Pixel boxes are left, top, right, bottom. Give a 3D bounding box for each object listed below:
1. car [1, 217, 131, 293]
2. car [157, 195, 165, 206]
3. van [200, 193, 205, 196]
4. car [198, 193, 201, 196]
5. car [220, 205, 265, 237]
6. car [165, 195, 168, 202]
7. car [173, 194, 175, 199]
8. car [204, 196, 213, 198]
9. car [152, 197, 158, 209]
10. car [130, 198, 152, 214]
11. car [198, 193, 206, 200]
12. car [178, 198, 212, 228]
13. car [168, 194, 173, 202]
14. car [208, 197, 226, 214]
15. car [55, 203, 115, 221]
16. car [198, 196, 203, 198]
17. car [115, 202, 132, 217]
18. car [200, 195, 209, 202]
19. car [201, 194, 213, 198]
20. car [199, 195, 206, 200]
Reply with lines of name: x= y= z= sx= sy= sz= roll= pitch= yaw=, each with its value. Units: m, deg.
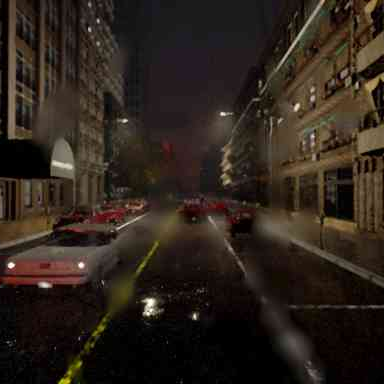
car: x=-2.998 y=1.585 z=8.979 sx=1.895 sy=1.301 sz=4.718 roll=0 pitch=0 yaw=0
car: x=-5.669 y=1.438 z=51.365 sx=1.887 sy=1.381 sz=4.507 roll=1 pitch=0 yaw=0
van: x=2.716 y=1.221 z=56.983 sx=1.690 sy=1.788 sz=3.998 roll=1 pitch=0 yaw=0
car: x=2.721 y=1.419 z=68.296 sx=1.947 sy=1.339 sz=4.313 roll=1 pitch=0 yaw=0
car: x=2.703 y=1.551 z=17.388 sx=1.802 sy=1.307 sz=4.206 roll=1 pitch=0 yaw=0
car: x=-5.668 y=1.431 z=57.022 sx=2.008 sy=1.369 sz=4.403 roll=1 pitch=0 yaw=0
car: x=-5.663 y=1.349 z=79.478 sx=1.752 sy=1.417 sz=4.829 roll=1 pitch=0 yaw=0
car: x=2.709 y=1.470 z=40.015 sx=2.008 sy=1.369 sz=4.403 roll=1 pitch=0 yaw=0
car: x=-5.671 y=1.485 z=40.052 sx=1.947 sy=1.339 sz=4.313 roll=1 pitch=0 yaw=0
car: x=-5.671 y=1.372 z=34.396 sx=1.967 sy=1.590 sz=4.097 roll=1 pitch=0 yaw=0
car: x=2.690 y=1.110 z=90.920 sx=2.192 sy=1.841 sz=5.009 roll=1 pitch=0 yaw=0
car: x=0.105 y=1.436 z=22.040 sx=1.882 sy=1.535 sz=5.008 roll=0 pitch=0 yaw=0
car: x=-5.665 y=1.403 z=68.335 sx=2.008 sy=1.369 sz=4.403 roll=1 pitch=0 yaw=0
car: x=2.708 y=1.514 z=34.358 sx=1.802 sy=1.307 sz=4.206 roll=1 pitch=0 yaw=0
car: x=-5.675 y=1.408 z=17.425 sx=1.967 sy=1.590 sz=4.097 roll=1 pitch=0 yaw=0
car: x=0.109 y=1.519 z=40.243 sx=1.895 sy=1.301 sz=4.718 roll=0 pitch=0 yaw=0
car: x=-5.676 y=1.539 z=23.081 sx=1.802 sy=1.307 sz=4.206 roll=1 pitch=0 yaw=0
car: x=2.728 y=1.363 z=74.122 sx=1.752 sy=1.417 sz=4.829 roll=1 pitch=0 yaw=0
car: x=2.711 y=1.444 z=51.327 sx=2.008 sy=1.369 sz=4.403 roll=1 pitch=0 yaw=0
car: x=2.685 y=1.391 z=85.265 sx=1.802 sy=1.307 sz=4.206 roll=1 pitch=0 yaw=0
